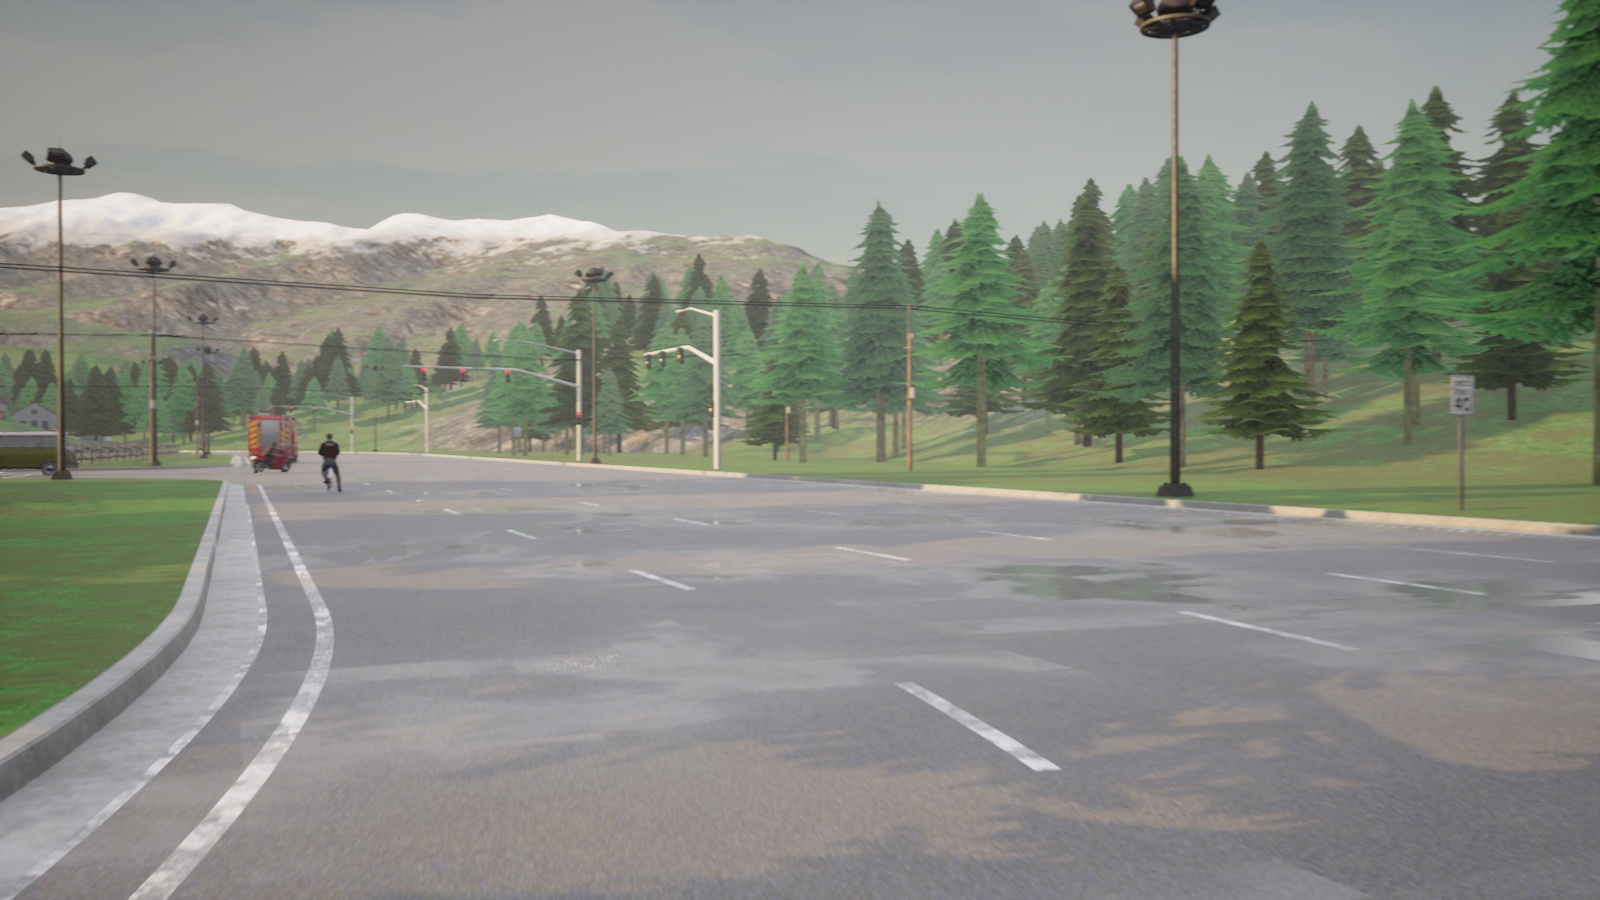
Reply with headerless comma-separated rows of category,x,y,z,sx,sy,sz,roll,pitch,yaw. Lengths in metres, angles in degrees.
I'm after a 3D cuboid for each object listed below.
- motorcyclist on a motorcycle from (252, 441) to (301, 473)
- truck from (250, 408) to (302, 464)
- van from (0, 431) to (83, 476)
motorcyclist on a motorcycle,-25.057,0.336,60.170,0.797,1.523,2.044,-2,-1,35
truck,-37.672,-1.009,90.537,2.891,3.827,8.468,0,0,-19
van,-34.795,0.138,56.313,4.442,1.987,1.775,0,1,-26
